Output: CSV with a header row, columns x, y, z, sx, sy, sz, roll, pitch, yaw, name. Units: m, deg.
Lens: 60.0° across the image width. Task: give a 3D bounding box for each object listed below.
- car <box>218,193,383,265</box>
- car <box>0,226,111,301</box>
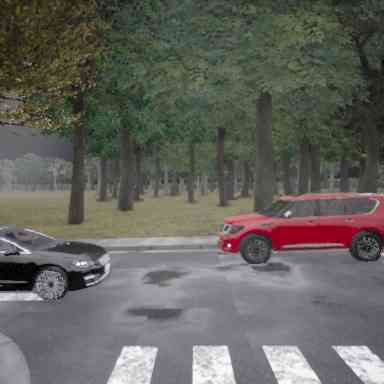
x,y,z,sx,sy,sz,roll,pitch,yaw,name
3.638,1.092,10.836,5.566,2.045,2.150,-1,1,0,car
-4.476,1.595,7.930,4.902,1.511,2.128,-1,1,0,car
